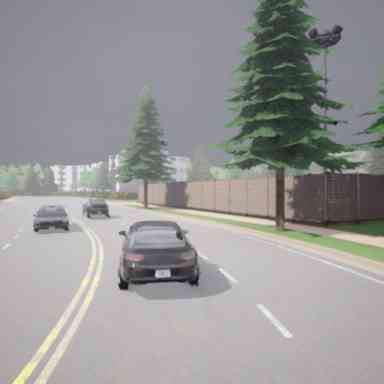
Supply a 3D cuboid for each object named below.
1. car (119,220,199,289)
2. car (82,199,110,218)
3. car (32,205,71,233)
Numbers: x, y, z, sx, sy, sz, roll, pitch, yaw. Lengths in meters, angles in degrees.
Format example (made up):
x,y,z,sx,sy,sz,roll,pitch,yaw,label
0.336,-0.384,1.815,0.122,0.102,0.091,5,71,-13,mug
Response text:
x,y,z,sx,sy,sz,roll,pitch,yaw,label
-0.997,1.492,9.065,1.812,1.442,4.674,0,0,-10,car
-8.450,1.406,29.114,1.837,1.490,4.892,0,0,-24,car
-8.303,1.485,19.723,2.033,1.411,5.357,0,0,-23,car
